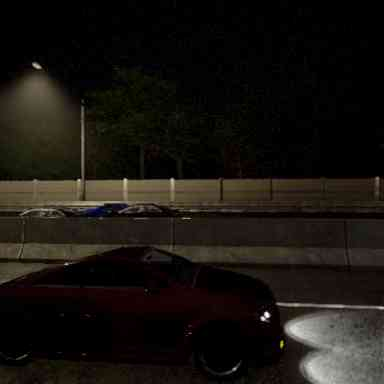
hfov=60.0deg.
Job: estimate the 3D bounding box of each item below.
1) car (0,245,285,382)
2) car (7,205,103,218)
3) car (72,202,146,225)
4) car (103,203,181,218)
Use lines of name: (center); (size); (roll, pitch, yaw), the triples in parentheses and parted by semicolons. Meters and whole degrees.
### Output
car: (-0.790, 1.555, 5.009); (4.181, 1.385, 1.994); (0, 0, 6)
car: (-7.318, 1.477, 16.498); (4.902, 1.511, 2.128); (0, 0, 6)
car: (-5.750, 1.489, 23.366); (4.674, 1.442, 1.812); (0, 0, 6)
car: (-3.069, 1.453, 19.548); (4.902, 1.511, 2.128); (0, 0, 6)
